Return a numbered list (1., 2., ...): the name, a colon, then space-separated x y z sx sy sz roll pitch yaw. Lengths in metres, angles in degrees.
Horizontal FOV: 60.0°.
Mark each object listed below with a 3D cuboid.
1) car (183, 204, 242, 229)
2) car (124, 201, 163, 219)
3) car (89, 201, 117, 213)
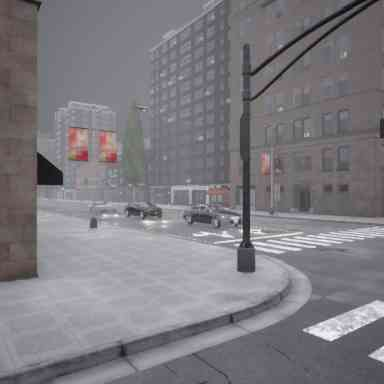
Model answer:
1. car: 1.284 1.554 22.549 2.128 1.511 4.902 0 0 -36
2. car: -4.538 1.579 30.659 1.882 1.535 5.008 0 0 -35
3. car: -10.440 1.741 38.894 1.895 1.301 4.718 0 0 -36
